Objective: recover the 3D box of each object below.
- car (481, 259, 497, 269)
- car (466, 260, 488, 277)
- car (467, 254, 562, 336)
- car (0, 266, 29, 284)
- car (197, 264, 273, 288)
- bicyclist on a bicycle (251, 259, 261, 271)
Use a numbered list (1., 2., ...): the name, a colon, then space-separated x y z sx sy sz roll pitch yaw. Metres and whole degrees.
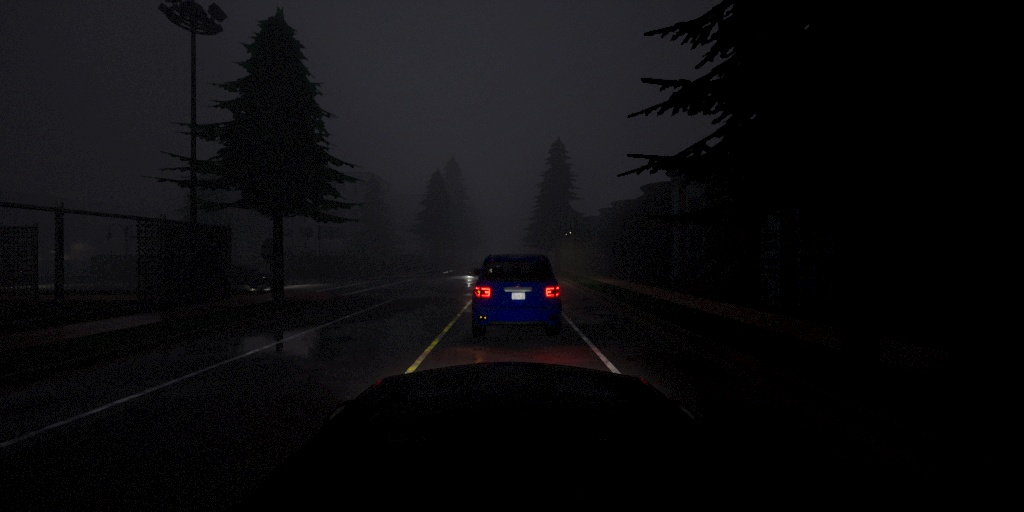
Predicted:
1. car: -3.586 1.239 57.058 2.128 1.511 4.902 0 0 0
2. car: -3.599 1.248 37.969 1.837 1.490 4.892 0 2 0
3. car: 0.047 0.971 10.530 2.150 2.045 5.566 0 0 -2
4. car: -35.152 1.122 23.664 4.553 1.767 2.097 0 0 1
5. car: -17.824 1.275 23.502 4.892 1.490 1.837 0 0 0
6. bicyclist on a bicycle: -23.273 1.072 32.511 0.582 1.620 1.656 0 0 0
